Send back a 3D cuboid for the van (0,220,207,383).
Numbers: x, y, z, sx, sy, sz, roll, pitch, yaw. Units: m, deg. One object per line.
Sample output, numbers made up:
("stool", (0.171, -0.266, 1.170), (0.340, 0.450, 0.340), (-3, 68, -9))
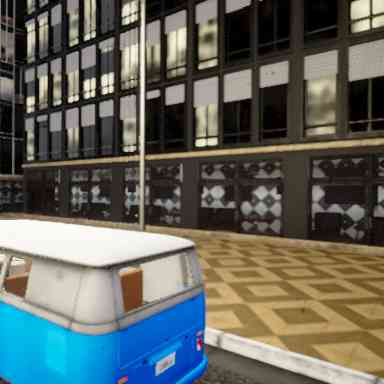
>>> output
("van", (-1.746, 1.313, 4.117), (3.998, 1.788, 1.690), (1, 0, 35))
